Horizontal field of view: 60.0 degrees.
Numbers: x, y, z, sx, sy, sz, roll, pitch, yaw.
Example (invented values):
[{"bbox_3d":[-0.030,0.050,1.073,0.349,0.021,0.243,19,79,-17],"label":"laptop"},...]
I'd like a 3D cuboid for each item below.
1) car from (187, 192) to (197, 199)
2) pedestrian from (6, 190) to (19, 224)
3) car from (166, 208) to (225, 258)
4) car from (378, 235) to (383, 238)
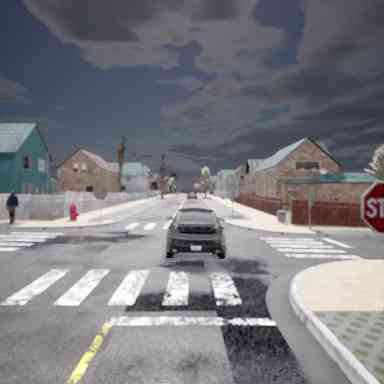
[{"bbox_3d":[0.019,0.740,66.836,1.994,1.385,4.181,0,1,0],"label":"car"},{"bbox_3d":[-9.624,0.770,17.792,0.375,1.860,0.375,0,-1,0],"label":"pedestrian"},{"bbox_3d":[0.125,1.346,12.037,1.837,1.490,4.892,1,1,0],"label":"car"},{"bbox_3d":[10.971,1.440,14.925,4.553,1.767,2.097,1,0,1],"label":"car"}]
